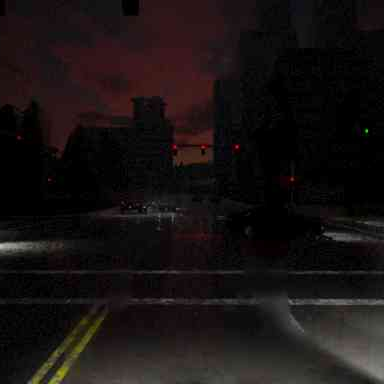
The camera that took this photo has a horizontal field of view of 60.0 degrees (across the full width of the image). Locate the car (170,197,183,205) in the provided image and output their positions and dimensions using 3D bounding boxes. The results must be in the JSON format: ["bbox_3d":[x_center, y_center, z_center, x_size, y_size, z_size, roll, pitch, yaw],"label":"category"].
[{"bbox_3d":[-2.635,1.547,58.326,2.033,1.411,5.357,0,0,1],"label":"car"}]

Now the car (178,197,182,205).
[{"bbox_3d":[-2.751,1.564,48.002,1.994,1.385,4.181,0,0,1],"label":"car"}]

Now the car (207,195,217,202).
[{"bbox_3d":[4.627,1.478,77.142,1.882,1.535,5.008,0,0,1],"label":"car"}]

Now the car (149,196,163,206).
[{"bbox_3d":[-6.153,1.505,57.032,1.837,1.490,4.892,0,0,0],"label":"car"}]

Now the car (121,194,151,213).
[{"bbox_3d":[-6.360,1.221,37.093,2.150,2.045,5.566,0,0,1],"label":"car"}]

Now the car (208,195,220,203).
[{"bbox_3d":[4.636,1.547,67.319,2.033,1.411,5.357,0,0,1],"label":"car"}]

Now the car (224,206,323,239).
[{"bbox_3d":[4.085,1.505,16.843,4.892,1.490,1.837,0,0,1],"label":"car"}]

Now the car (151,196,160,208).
[{"bbox_3d":[-6.262,1.491,46.973,2.128,1.511,4.902,0,0,1],"label":"car"}]

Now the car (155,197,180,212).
[{"bbox_3d":[-2.839,1.601,39.200,1.895,1.301,4.718,0,0,1],"label":"car"}]

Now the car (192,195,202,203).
[{"bbox_3d":[1.033,1.352,67.436,2.097,1.767,4.553,0,0,1],"label":"car"}]
